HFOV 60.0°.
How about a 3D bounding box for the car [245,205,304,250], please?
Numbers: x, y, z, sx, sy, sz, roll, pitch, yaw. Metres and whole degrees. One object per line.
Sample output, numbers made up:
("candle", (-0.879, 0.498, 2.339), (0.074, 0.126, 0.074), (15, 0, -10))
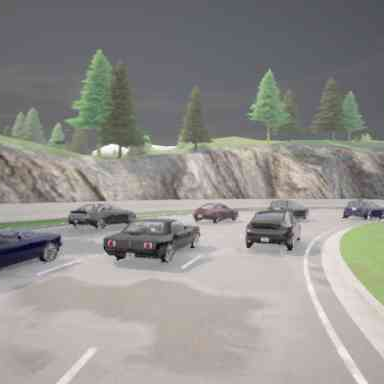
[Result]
("car", (3.684, 1.549, 14.705), (1.837, 1.490, 4.892), (0, 0, 23))

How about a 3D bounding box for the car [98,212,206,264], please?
("car", (-1.155, 1.596, 12.018), (1.895, 1.301, 4.718), (1, 0, 18))

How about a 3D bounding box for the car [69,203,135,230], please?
("car", (-5.367, 1.450, 20.494), (2.128, 1.511, 4.902), (0, 0, 25))

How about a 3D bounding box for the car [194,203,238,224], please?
("car", (1.848, 1.557, 25.445), (1.812, 1.442, 4.674), (0, 0, 34))

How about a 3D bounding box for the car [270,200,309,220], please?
("car", (7.930, 1.444, 27.500), (2.097, 1.767, 4.553), (1, 0, 40))

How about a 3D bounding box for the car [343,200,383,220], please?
("car", (15.569, 1.520, 29.975), (4.553, 1.767, 2.097), (1, 0, -40))

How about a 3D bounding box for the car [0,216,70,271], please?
("car", (-5.595, 1.551, 9.025), (1.895, 1.301, 4.718), (1, 0, 12))
